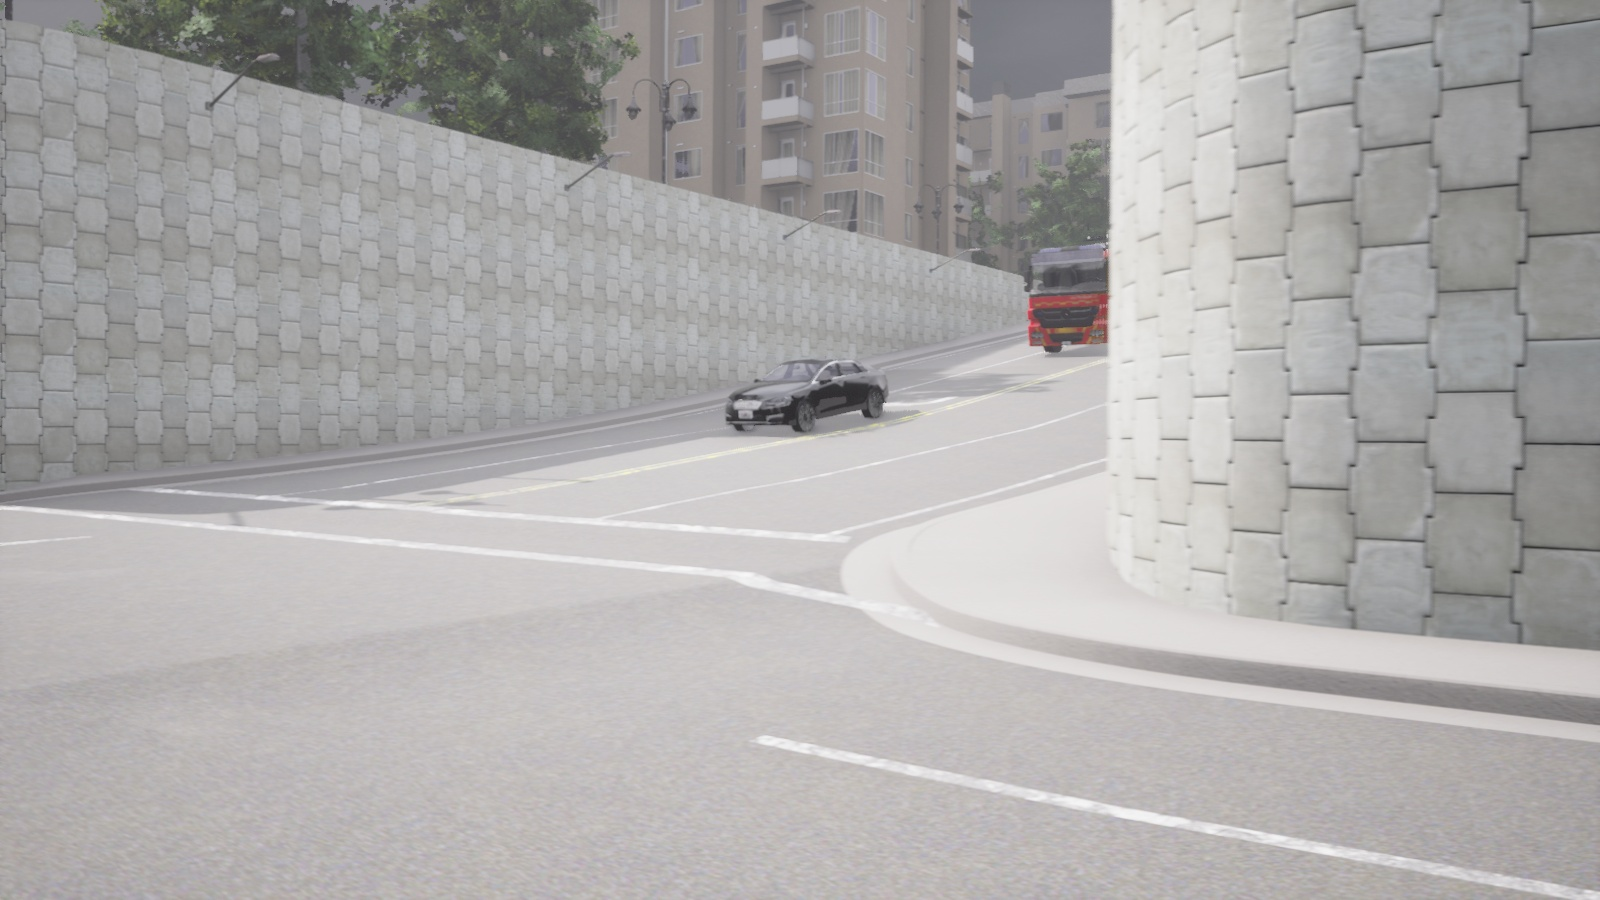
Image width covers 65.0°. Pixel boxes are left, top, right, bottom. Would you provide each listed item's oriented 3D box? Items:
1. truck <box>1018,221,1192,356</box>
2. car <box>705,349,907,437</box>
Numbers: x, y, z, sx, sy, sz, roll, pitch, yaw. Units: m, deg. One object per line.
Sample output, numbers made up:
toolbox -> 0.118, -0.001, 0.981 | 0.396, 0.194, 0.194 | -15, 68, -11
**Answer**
truck -> 10.884, -5.786, 44.006 | 2.891, 3.827, 8.468 | 0, 11, 35
car -> 0.257, -1.354, 28.700 | 2.128, 1.511, 4.902 | 0, 8, 35
